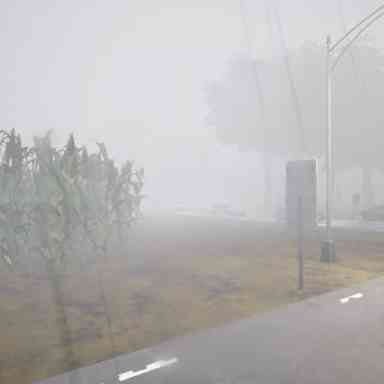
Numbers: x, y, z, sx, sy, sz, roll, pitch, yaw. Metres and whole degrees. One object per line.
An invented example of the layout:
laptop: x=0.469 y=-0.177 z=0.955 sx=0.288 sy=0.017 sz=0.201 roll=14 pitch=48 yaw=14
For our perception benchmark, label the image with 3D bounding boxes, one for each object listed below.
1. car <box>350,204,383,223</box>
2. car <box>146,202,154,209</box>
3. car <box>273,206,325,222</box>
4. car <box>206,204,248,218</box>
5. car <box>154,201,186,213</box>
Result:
car: x=14.334 y=1.619 z=24.760 sx=1.837 sy=1.490 sz=4.892 roll=-1 pitch=0 yaw=-35
car: x=-5.521 y=2.109 z=52.834 sx=1.895 sy=1.301 sz=4.718 roll=-1 pitch=0 yaw=-35
car: x=8.797 y=1.775 z=27.547 sx=1.994 sy=1.385 sz=4.181 roll=-1 pitch=0 yaw=-36
car: x=3.642 y=1.911 z=34.824 sx=1.895 sy=1.301 sz=4.718 roll=-1 pitch=0 yaw=-35
car: x=-2.686 y=1.962 z=43.818 sx=1.812 sy=1.442 sz=4.674 roll=-1 pitch=0 yaw=-35
